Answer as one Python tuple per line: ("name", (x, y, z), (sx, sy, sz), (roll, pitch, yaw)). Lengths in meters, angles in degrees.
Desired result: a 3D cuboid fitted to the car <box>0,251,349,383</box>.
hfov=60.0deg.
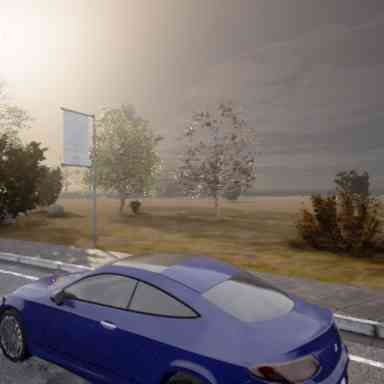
("car", (-0.585, 1.516, 4.237), (4.674, 1.442, 1.812), (0, 0, 34))
